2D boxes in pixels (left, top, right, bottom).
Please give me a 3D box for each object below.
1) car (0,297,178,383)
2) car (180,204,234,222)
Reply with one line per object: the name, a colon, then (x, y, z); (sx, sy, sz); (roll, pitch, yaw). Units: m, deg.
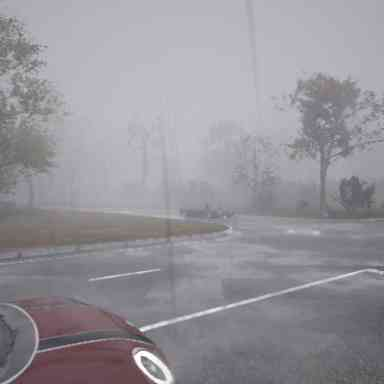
car: (-2.272, 1.352, 2.108); (4.553, 1.767, 2.097); (0, 0, -36)
car: (1.047, 1.590, 26.637); (1.895, 1.301, 4.718); (0, 0, -40)
